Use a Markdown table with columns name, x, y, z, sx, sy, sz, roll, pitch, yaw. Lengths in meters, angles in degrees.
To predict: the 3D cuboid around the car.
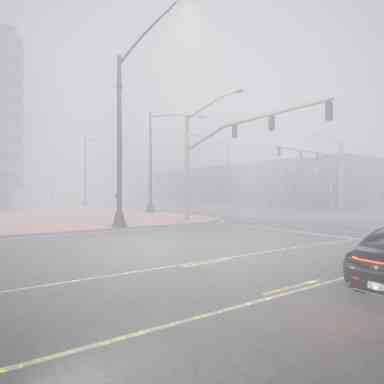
| name | x | y | z | sx | sy | sz | roll | pitch | yaw |
| --- | --- | --- | --- | --- | --- | --- | --- | --- | --- |
| car | 5.399 | 1.505 | 7.590 | 4.892 | 1.490 | 1.837 | 0 | 0 | -35 |
